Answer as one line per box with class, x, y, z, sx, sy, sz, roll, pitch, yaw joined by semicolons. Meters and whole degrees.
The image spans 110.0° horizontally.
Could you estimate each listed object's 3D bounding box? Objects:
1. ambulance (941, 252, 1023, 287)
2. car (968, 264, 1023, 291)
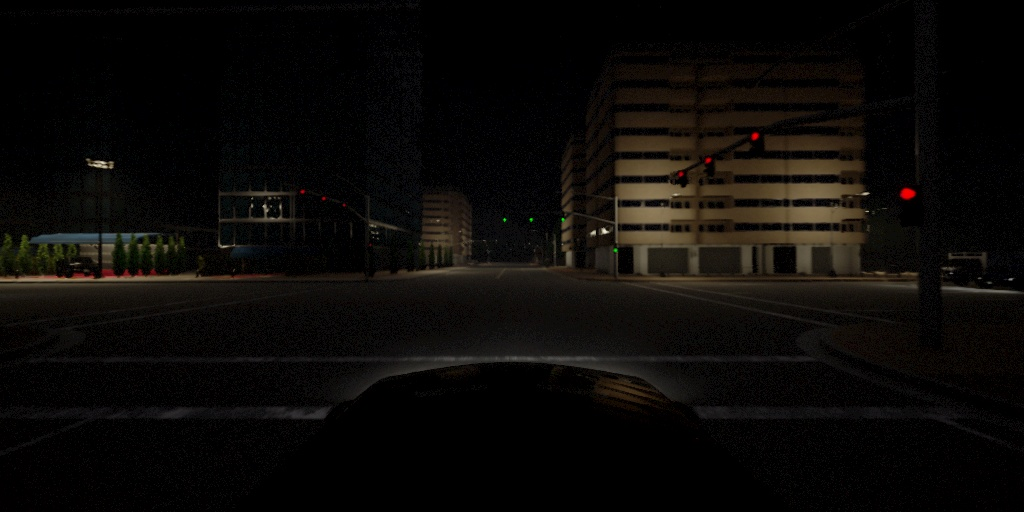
ambulance;34.036;0.931;26.056;6.366;2.431;2.351;0;-1;0
car;32.409;1.397;22.618;4.674;1.442;1.812;0;-1;0
